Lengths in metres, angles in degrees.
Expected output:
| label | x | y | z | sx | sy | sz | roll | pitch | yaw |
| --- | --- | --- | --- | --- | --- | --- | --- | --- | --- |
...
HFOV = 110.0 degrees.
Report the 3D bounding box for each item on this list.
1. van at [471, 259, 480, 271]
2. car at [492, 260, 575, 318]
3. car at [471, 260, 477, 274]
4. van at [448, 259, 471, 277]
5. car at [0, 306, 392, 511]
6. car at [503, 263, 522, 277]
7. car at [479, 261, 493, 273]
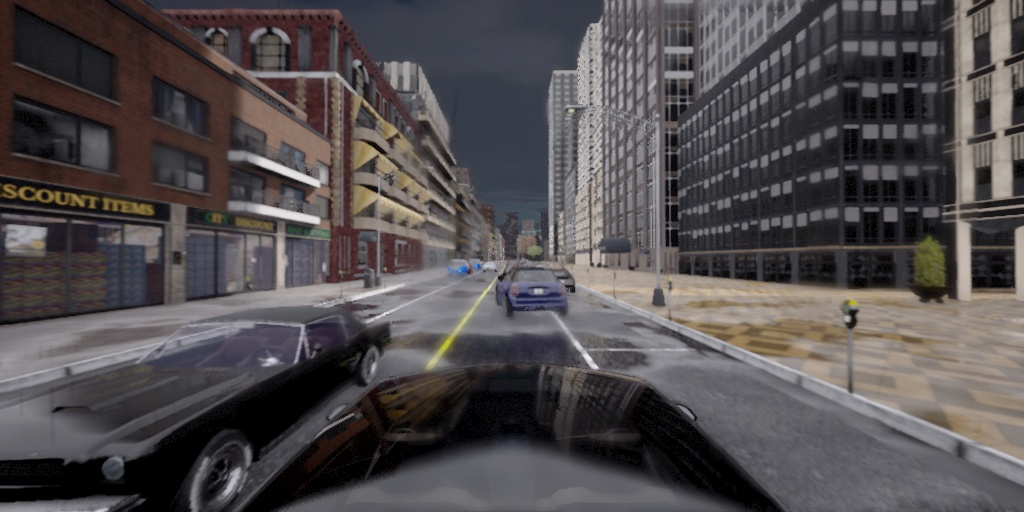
| label | x | y | z | sx | sy | sz | roll | pitch | yaw |
| --- | --- | --- | --- | --- | --- | --- | --- | --- | --- |
| van | -5.720 | 1.380 | 54.538 | 1.690 | 1.789 | 3.998 | 0 | 0 | 0 |
| car | 0.588 | 1.161 | 13.598 | 2.097 | 1.767 | 4.553 | 0 | 0 | -8 |
| car | -5.714 | 1.520 | 43.493 | 1.888 | 1.381 | 4.507 | 0 | 0 | 0 |
| van | -5.710 | 1.285 | 37.971 | 1.690 | 1.789 | 3.998 | 0 | 0 | 0 |
| car | -3.102 | 1.364 | 4.283 | 1.895 | 1.301 | 4.718 | 0 | 0 | 0 |
| car | 0.077 | 1.520 | 40.313 | 1.994 | 1.385 | 4.181 | 0 | 0 | 0 |
| car | -3.064 | 1.537 | 49.875 | 1.812 | 1.442 | 4.674 | 0 | 0 | 1 |
